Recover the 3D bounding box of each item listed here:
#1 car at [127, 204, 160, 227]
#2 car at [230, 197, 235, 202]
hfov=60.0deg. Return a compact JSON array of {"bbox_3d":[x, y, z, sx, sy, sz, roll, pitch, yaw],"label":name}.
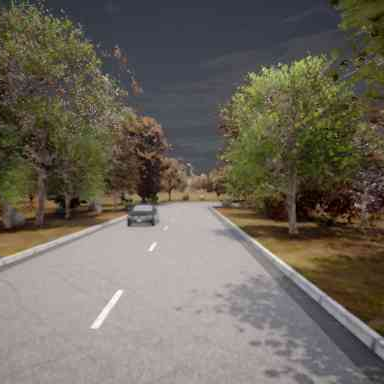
[{"bbox_3d":[-3.351,1.558,23.474,1.812,1.442,4.674,0,0,0],"label":"car"},{"bbox_3d":[7.594,1.649,65.594,4.718,1.301,1.895,1,2,-12],"label":"car"}]
